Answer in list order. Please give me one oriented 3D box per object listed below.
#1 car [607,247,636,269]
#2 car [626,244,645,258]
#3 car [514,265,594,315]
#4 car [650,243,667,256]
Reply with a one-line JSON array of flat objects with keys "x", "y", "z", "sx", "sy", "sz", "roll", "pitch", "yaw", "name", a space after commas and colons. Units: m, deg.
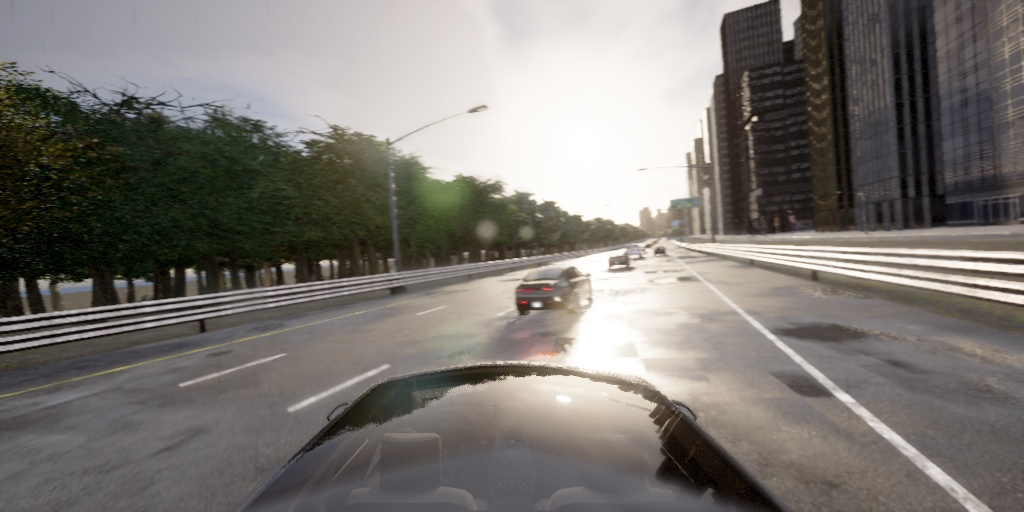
[{"x": 9.866, "y": 0.294, "z": 32.945, "sx": 2.128, "sy": 1.511, "sz": 4.902, "roll": -4, "pitch": 0, "yaw": 22, "name": "car"}, {"x": 18.215, "y": -0.761, "z": 53.699, "sx": 2.150, "sy": 2.045, "sz": 5.566, "roll": -4, "pitch": 0, "yaw": 22, "name": "car"}, {"x": 1.614, "y": 1.071, "z": 12.571, "sx": 1.837, "sy": 1.490, "sz": 4.892, "roll": -4, "pitch": 0, "yaw": 22, "name": "car"}, {"x": 22.458, "y": -0.820, "z": 54.558, "sx": 1.837, "sy": 1.490, "sz": 4.892, "roll": -4, "pitch": 0, "yaw": 22, "name": "car"}]
